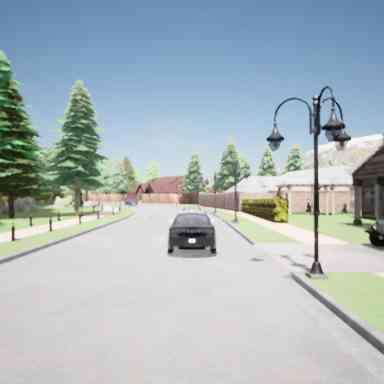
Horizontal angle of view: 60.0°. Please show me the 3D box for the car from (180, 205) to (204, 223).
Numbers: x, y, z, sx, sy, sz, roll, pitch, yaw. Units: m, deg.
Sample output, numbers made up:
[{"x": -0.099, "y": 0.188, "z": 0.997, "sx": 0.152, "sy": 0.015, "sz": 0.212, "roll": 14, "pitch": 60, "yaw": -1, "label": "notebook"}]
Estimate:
[{"x": -0.002, "y": 1.874, "z": 29.071, "sx": 1.895, "sy": 1.301, "sz": 4.718, "roll": 0, "pitch": 0, "yaw": -1, "label": "car"}]

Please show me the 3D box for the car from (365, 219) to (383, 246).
[{"x": 8.944, "y": 1.296, "z": 12.734, "sx": 3.866, "sy": 1.878, "sz": 1.905, "roll": 0, "pitch": -1, "yaw": 0, "label": "car"}]

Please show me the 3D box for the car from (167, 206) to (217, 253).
[{"x": 0.007, "y": 1.614, "z": 14.426, "sx": 1.882, "sy": 1.535, "sz": 5.008, "roll": 0, "pitch": 0, "yaw": 0, "label": "car"}]

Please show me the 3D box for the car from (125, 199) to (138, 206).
[{"x": -12.592, "y": 2.154, "z": 68.757, "sx": 1.812, "sy": 1.442, "sz": 4.674, "roll": 0, "pitch": -1, "yaw": -24, "label": "car"}]
